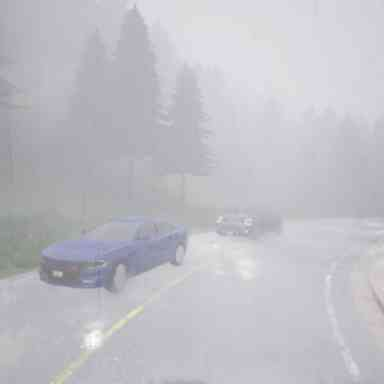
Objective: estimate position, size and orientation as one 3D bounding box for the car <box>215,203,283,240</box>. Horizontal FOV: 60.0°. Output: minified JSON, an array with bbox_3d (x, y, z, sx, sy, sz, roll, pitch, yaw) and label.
[{"bbox_3d":[3.121,1.416,17.643,2.097,1.767,4.553,1,0,36],"label":"car"}]

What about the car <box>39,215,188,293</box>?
[{"bbox_3d":[-1.771,1.433,9.131,1.882,1.535,5.008,1,0,23],"label":"car"}]
